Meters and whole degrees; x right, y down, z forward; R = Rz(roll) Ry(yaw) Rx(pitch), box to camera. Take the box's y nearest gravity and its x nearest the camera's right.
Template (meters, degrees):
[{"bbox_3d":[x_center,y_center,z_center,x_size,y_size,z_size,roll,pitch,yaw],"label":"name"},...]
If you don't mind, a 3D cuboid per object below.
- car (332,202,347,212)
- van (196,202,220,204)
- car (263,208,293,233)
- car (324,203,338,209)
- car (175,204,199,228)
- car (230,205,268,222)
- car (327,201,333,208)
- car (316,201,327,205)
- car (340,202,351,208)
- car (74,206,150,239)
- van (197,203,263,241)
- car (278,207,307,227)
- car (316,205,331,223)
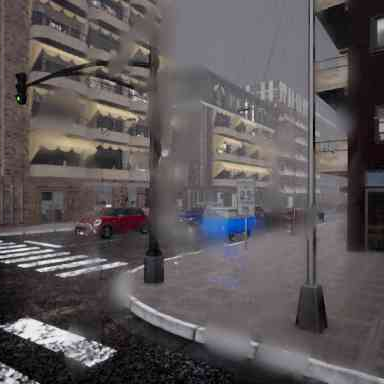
[{"bbox_3d":[25.948,2.723,56.769,1.837,1.490,4.892,0,-1,36],"label":"car"},{"bbox_3d":[1.699,1.903,32.695,1.690,1.788,3.998,-1,-2,35],"label":"van"},{"bbox_3d":[5.322,2.035,23.380,1.947,1.339,4.313,-1,-2,35],"label":"car"},{"bbox_3d":[30.597,3.064,73.315,1.887,1.381,4.507,-1,-2,35],"label":"car"},{"bbox_3d":[0.610,1.985,26.659,1.812,1.442,4.674,0,-1,36],"label":"car"},{"bbox_3d":[5.933,2.140,34.136,1.837,1.490,4.892,0,-1,35],"label":"car"},{"bbox_3d":[27.385,2.728,68.807,2.192,1.841,5.009,-1,-2,35],"label":"car"},{"bbox_3d":[24.175,2.889,64.287,1.802,1.307,4.206,-1,-2,35],"label":"car"},{"bbox_3d":[40.132,3.375,86.722,1.752,1.417,4.829,-1,-2,35],"label":"car"},{"bbox_3d":[-4.530,1.639,19.396,2.097,1.767,4.553,0,-1,35],"label":"car"},{"bbox_3d":[2.248,1.704,18.773,1.690,1.788,3.998,-1,-2,35],"label":"van"},{"bbox_3d":[8.532,2.158,27.893,1.802,1.307,4.206,-1,-2,35],"label":"car"},{"bbox_3d":[11.743,2.233,32.409,2.008,1.369,4.403,-1,-2,35],"label":"car"}]
